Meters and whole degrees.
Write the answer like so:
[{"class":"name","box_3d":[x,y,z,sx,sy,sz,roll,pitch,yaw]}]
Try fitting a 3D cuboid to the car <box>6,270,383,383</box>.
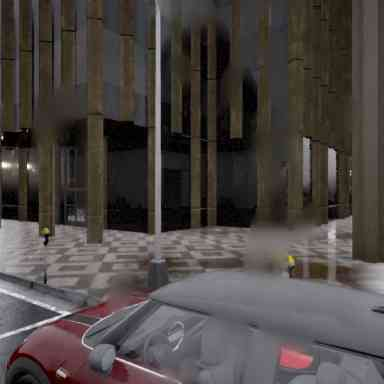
[{"class":"car","box_3d":[0.175,1.440,2.839,4.097,1.590,1.967,0,0,36]}]
